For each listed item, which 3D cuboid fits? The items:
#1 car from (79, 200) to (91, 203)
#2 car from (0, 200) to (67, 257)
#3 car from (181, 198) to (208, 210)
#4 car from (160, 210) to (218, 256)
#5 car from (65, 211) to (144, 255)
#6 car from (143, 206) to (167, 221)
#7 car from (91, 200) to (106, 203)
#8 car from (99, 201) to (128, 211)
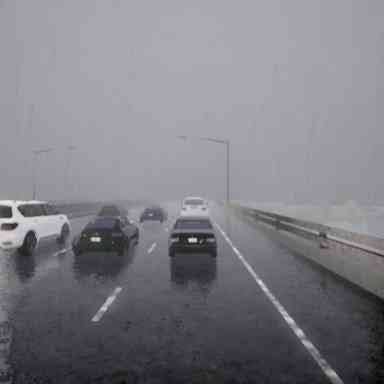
[{"bbox_3d":[-23.085,2.374,72.294,1.994,1.385,4.181,0,-1,2],"label":"car"},{"bbox_3d":[-6.962,1.355,13.738,2.150,2.045,5.566,0,0,0],"label":"car"},{"bbox_3d":[0.203,1.514,28.582,2.150,2.045,5.566,0,0,1],"label":"car"},{"bbox_3d":[0.038,1.684,13.664,2.033,1.411,5.357,0,-1,0],"label":"car"},{"bbox_3d":[-3.456,1.705,13.999,1.994,1.385,4.181,0,-1,0],"label":"car"},{"bbox_3d":[-3.288,1.866,28.935,1.994,1.385,4.181,0,-1,1],"label":"car"},{"bbox_3d":[-19.589,2.414,72.108,1.895,1.301,4.718,0,-1,2],"label":"car"},{"bbox_3d":[-6.788,1.811,28.965,1.837,1.490,4.892,0,0,1],"label":"car"}]
